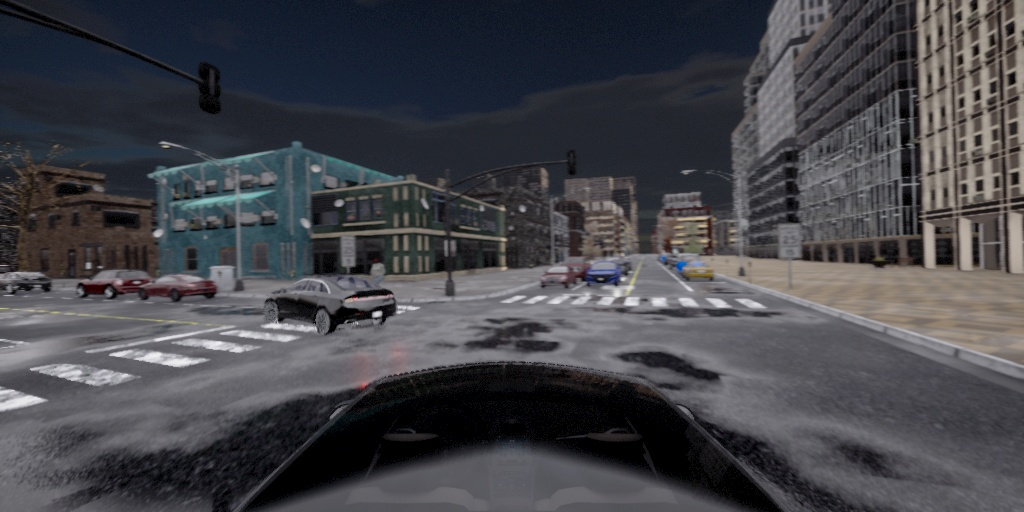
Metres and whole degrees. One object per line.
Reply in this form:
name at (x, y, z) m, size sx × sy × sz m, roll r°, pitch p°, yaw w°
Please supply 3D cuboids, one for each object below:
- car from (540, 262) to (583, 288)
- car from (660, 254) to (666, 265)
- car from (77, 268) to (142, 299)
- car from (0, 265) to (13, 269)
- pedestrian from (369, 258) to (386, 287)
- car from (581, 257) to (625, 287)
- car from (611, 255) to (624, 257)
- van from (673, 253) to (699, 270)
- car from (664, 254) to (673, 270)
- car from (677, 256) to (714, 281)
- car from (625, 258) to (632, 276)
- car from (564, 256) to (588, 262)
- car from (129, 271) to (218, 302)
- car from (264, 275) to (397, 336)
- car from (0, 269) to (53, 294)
car at (3.047, 1.247, 22.598) m, size 1.802 × 1.307 × 4.207 m, roll 0°, pitch 0°, yaw 20°
car at (22.513, 0.699, 50.891) m, size 1.948 × 1.339 × 4.313 m, roll 0°, pitch 0°, yaw 20°
car at (-22.102, 1.481, 20.047) m, size 4.097 × 1.591 × 1.967 m, roll 0°, pitch 0°, yaw 20°
car at (-37.773, 1.573, 25.631) m, size 5.009 × 1.841 × 2.192 m, roll 0°, pitch 0°, yaw 20°
pedestrian at (-6.488, 0.962, 17.286) m, size 0.375 × 1.860 × 0.375 m, roll -2°, pitch -1°, yaw 20°
car at (6.035, 1.061, 23.263) m, size 1.882 × 1.535 × 5.008 m, roll -2°, pitch 0°, yaw 20°
car at (13.153, 0.936, 42.273) m, size 2.033 × 1.411 × 5.357 m, roll -2°, pitch 0°, yaw 21°
van at (14.770, 0.685, 30.082) m, size 1.690 × 1.789 × 3.998 m, roll 0°, pitch 0°, yaw 20°
car at (18.641, 0.789, 40.486) m, size 2.007 × 1.370 × 4.403 m, roll 0°, pitch 0°, yaw 20°
car at (12.893, 0.923, 25.038) m, size 1.751 × 1.417 × 4.829 m, roll 0°, pitch 0°, yaw 20°
car at (9.492, 1.053, 32.487) m, size 1.994 × 1.385 × 4.181 m, roll -2°, pitch 0°, yaw 22°
car at (4.982, 0.927, 27.800) m, size 2.192 × 1.841 × 5.009 m, roll 0°, pitch 0°, yaw 20°
car at (-16.875, 1.549, 18.184) m, size 4.207 × 1.307 × 1.802 m, roll 0°, pitch 0°, yaw 20°
car at (-5.613, 1.331, 10.885) m, size 4.902 × 1.511 × 2.128 m, roll 0°, pitch 0°, yaw 33°
car at (-32.549, 1.738, 23.770) m, size 4.403 × 1.370 × 2.007 m, roll 0°, pitch 0°, yaw 20°
